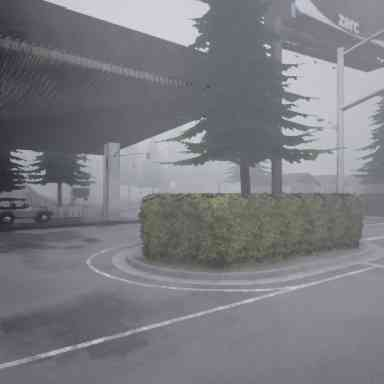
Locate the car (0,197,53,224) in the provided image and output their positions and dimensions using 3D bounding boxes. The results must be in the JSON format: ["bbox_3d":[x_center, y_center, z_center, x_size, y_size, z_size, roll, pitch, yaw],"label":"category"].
[{"bbox_3d":[-12.003,1.312,23.463,3.866,1.878,1.905,0,0,-36],"label":"car"}]
